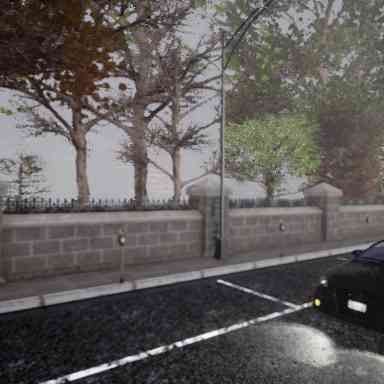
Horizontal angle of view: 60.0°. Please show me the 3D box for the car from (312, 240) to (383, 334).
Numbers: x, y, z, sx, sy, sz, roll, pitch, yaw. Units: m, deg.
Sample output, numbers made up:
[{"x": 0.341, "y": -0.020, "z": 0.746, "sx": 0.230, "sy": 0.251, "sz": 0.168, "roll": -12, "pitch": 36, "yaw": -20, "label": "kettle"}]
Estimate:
[{"x": 4.219, "y": 1.634, "z": 6.394, "sx": 4.181, "sy": 1.385, "sz": 1.994, "roll": 1, "pitch": 0, "yaw": -36, "label": "car"}]
